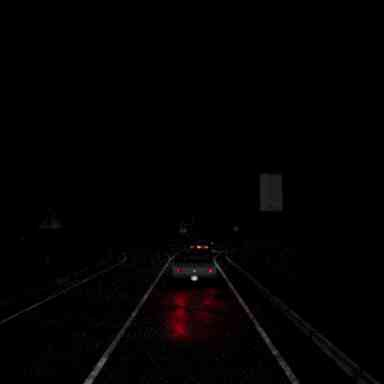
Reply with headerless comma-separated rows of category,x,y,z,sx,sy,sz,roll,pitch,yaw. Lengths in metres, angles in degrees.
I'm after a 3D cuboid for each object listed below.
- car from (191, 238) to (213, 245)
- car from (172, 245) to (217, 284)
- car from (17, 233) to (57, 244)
car,0.857,4.972,30.582,2.033,1.411,5.357,-1,-6,6
car,0.099,3.448,15.721,1.895,1.301,4.718,0,-6,0
car,-20.921,6.243,44.995,5.008,1.535,1.882,7,-6,-42
